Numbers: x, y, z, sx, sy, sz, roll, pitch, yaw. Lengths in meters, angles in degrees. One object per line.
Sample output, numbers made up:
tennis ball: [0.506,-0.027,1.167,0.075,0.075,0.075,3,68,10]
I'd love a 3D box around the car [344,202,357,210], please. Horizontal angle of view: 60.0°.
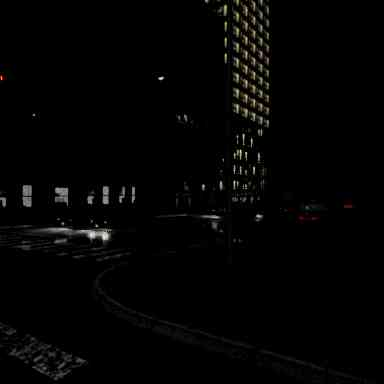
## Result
car: [31.303,2.789,65.816,1.882,1.535,5.008,0,-1,33]

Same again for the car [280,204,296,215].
car: [13.730,2.418,46.440,1.994,1.385,4.181,0,-1,33]

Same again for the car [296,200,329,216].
car: [16.032,2.065,44.041,2.150,2.045,5.566,0,-1,35]

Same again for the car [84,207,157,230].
car: [-4.761,1.880,23.902,2.033,1.411,5.357,0,-1,33]

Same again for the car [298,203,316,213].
car: [19.019,2.554,54.785,1.812,1.442,4.674,0,-1,33]

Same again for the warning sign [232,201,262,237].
warning sign: [3.068,1.454,18.571,1.300,1.860,1.060,1,1,33]

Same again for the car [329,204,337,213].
car: [21.755,2.596,53.030,1.994,1.385,4.181,0,-1,33]

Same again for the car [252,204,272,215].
car: [9.345,2.347,45.844,2.033,1.411,5.357,0,-1,33]

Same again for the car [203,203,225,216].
car: [3.266,2.190,42.424,1.837,1.490,4.892,0,-1,33]

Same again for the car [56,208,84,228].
car: [-7.594,1.872,25.503,2.033,1.411,5.357,0,-1,33]
